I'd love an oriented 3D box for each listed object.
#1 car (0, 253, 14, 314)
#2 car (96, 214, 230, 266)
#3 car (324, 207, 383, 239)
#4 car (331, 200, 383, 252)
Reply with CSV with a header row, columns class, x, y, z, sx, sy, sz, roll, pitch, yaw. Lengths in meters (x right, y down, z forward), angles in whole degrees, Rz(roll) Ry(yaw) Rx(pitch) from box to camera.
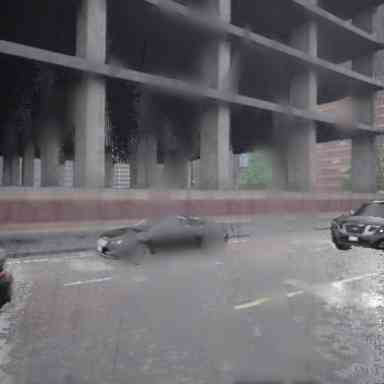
class,x,y,z,sx,sy,sz,roll,pitch,yaw
car,-5.257,1.477,4.608,4.892,1.490,1.837,1,0,-34
car,-0.877,1.548,11.849,4.902,1.511,2.128,1,0,-34
car,10.060,1.697,19.251,4.902,1.511,2.128,1,0,-34
car,8.129,1.375,13.807,5.566,2.045,2.150,1,0,-36
